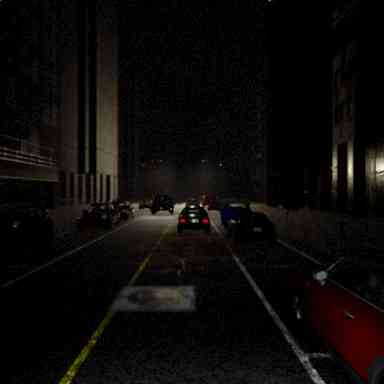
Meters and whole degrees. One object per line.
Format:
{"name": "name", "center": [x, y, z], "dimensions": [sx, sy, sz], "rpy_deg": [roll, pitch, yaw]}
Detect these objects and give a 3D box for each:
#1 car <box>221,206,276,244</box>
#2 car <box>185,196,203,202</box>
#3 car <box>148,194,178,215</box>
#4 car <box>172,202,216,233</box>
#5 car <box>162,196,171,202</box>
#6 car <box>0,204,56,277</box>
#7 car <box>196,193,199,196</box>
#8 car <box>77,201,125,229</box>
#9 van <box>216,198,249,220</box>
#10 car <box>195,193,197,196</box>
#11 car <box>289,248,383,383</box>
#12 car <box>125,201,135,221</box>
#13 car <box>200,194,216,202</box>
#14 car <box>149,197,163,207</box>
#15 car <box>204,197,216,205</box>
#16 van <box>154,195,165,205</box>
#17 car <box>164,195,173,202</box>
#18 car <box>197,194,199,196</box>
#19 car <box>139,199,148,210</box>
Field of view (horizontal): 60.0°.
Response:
{"name": "car", "center": [2.668, 1.571, 15.578], "dimensions": [1.947, 1.339, 4.313], "rpy_deg": [0, 0, 0]}
{"name": "car", "center": [0.102, 1.583, 42.785], "dimensions": [1.812, 1.442, 4.674], "rpy_deg": [0, 0, 0]}
{"name": "car", "center": [-3.003, 1.262, 35.365], "dimensions": [2.150, 2.045, 5.566], "rpy_deg": [0, 0, 0]}
{"name": "car", "center": [0.102, 1.557, 19.879], "dimensions": [2.033, 1.411, 5.357], "rpy_deg": [0, 0, 0]}
{"name": "car", "center": [-5.854, 1.699, 77.631], "dimensions": [1.802, 1.307, 4.206], "rpy_deg": [0, 0, 0]}
{"name": "car", "center": [-5.857, 1.317, 9.953], "dimensions": [2.192, 1.841, 5.009], "rpy_deg": [0, 0, 0]}
{"name": "car", "center": [2.672, 1.560, 83.247], "dimensions": [1.967, 1.590, 4.097], "rpy_deg": [0, 0, 0]}
{"name": "car", "center": [-5.858, 1.452, 21.233], "dimensions": [1.967, 1.590, 4.097], "rpy_deg": [0, 0, 0]}
{"name": "van", "center": [2.667, 1.353, 21.217], "dimensions": [1.690, 1.788, 3.998], "rpy_deg": [0, 0, 0]}
{"name": "car", "center": [2.673, 1.669, 94.526], "dimensions": [1.887, 1.381, 4.507], "rpy_deg": [0, 0, 0]}
{"name": "car", "center": [2.668, 1.441, 4.300], "dimensions": [1.967, 1.590, 4.097], "rpy_deg": [0, 0, 0]}
{"name": "car", "center": [-5.857, 1.460, 26.871], "dimensions": [1.967, 1.590, 4.097], "rpy_deg": [0, 0, 0]}
{"name": "car", "center": [2.669, 1.390, 49.410], "dimensions": [2.192, 1.841, 5.009], "rpy_deg": [0, 0, 0]}
{"name": "car", "center": [-5.857, 1.612, 54.900], "dimensions": [1.752, 1.417, 4.829], "rpy_deg": [0, 0, 0]}
{"name": "car", "center": [2.669, 1.572, 38.341], "dimensions": [1.752, 1.417, 4.829], "rpy_deg": [0, 0, 1]}
{"name": "van", "center": [-5.856, 1.439, 60.713], "dimensions": [1.690, 1.788, 3.998], "rpy_deg": [0, 0, 0]}
{"name": "car", "center": [-5.854, 1.560, 83.273], "dimensions": [1.967, 1.590, 4.097], "rpy_deg": [0, 0, 0]}
{"name": "car", "center": [2.671, 1.663, 71.969], "dimensions": [2.008, 1.369, 4.403], "rpy_deg": [0, 0, 0]}
{"name": "car", "center": [-5.864, 1.584, 43.587], "dimensions": [1.752, 1.417, 4.829], "rpy_deg": [0, 0, 1]}
